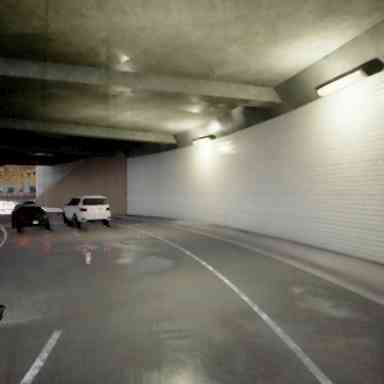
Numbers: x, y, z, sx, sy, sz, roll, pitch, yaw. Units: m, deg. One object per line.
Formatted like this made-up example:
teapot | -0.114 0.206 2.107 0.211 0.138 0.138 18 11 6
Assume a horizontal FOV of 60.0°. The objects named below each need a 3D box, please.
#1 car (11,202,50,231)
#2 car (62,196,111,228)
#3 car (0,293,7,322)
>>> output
car | -10.447 1.627 21.426 1.812 1.442 4.674 0 0 -33
car | -7.453 1.293 23.261 2.150 2.045 5.566 0 0 -33
car | -3.637 1.583 2.752 2.033 1.411 5.357 -1 0 -5
